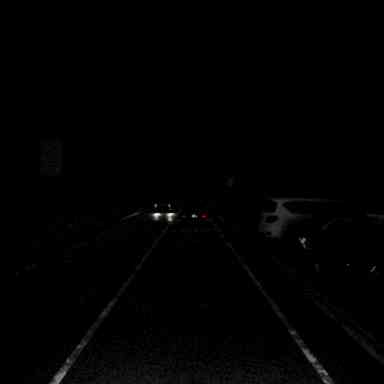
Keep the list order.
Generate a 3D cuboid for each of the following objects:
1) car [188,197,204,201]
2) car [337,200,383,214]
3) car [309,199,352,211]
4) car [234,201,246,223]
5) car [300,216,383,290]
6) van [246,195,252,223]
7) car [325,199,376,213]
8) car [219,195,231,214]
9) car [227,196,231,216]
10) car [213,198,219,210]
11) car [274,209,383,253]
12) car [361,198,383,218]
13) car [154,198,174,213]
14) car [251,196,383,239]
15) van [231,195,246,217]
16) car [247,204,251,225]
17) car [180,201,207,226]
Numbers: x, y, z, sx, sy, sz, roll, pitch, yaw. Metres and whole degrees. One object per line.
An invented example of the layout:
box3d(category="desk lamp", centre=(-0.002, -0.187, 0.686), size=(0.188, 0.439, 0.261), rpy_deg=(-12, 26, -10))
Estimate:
box3d(category="car", centre=(0.102, 1.707, 42.793), size=(2.128, 1.511, 4.902), rpy_deg=(0, -1, 0))
box3d(category="car", centre=(18.679, 1.673, 36.592), size=(4.674, 1.452, 2.002), rpy_deg=(0, 0, 0))
box3d(category="car", centre=(18.677, 1.714, 44.947), size=(5.008, 1.535, 2.097), rpy_deg=(0, -1, 0))
box3d(category="car", centre=(5.595, 1.553, 22.574), size=(4.892, 1.521, 2.231), rpy_deg=(0, 0, 0))
box3d(category="car", centre=(5.589, 1.521, 8.559), size=(4.792, 1.488, 2.163), rpy_deg=(0, 0, 0))
box3d(category="van", centre=(5.720, 1.314, 19.773), size=(4.442, 1.987, 1.878), rpy_deg=(0, 0, 0))
box3d(category="car", centre=(18.683, 1.656, 39.379), size=(5.008, 1.535, 2.097), rpy_deg=(0, -1, 0))
box3d(category="car", centre=(5.625, 1.342, 30.984), size=(5.566, 2.045, 2.435), rpy_deg=(0, 0, 0))
box3d(category="car", centre=(5.565, 1.452, 28.183), size=(4.553, 1.767, 2.185), rpy_deg=(0, 0, 0))
box3d(category="car", centre=(5.627, 1.405, 39.394), size=(5.566, 2.045, 2.435), rpy_deg=(0, 0, 0))
box3d(category="car", centre=(5.610, 1.503, 11.357), size=(4.892, 1.521, 2.231), rpy_deg=(0, 0, 0))
box3d(category="car", centre=(18.645, 1.469, 31.025), size=(4.553, 1.767, 2.185), rpy_deg=(0, 0, 0))
box3d(category="car", centre=(-3.338, 1.534, 39.785), size=(2.097, 1.767, 4.553), rpy_deg=(0, -1, 0))
box3d(category="car", centre=(5.639, 1.263, 14.165), size=(5.566, 2.045, 2.435), rpy_deg=(0, 0, 0))
box3d(category="van", centre=(5.482, 1.339, 25.379), size=(4.442, 1.987, 1.878), rpy_deg=(0, 0, 0))
box3d(category="car", centre=(5.601, 1.527, 16.968), size=(5.008, 1.535, 2.097), rpy_deg=(0, 0, 0))
box3d(category="car", centre=(0.102, 1.642, 24.332), size=(2.033, 1.411, 5.357), rpy_deg=(0, 0, 0))
